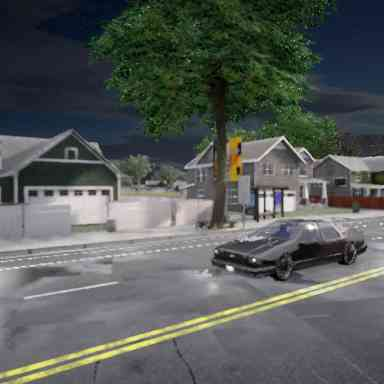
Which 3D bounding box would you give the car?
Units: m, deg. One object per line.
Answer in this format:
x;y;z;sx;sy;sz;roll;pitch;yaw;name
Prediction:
3.123;1.523;9.886;5.357;1.411;2.033;0;0;-35;car
